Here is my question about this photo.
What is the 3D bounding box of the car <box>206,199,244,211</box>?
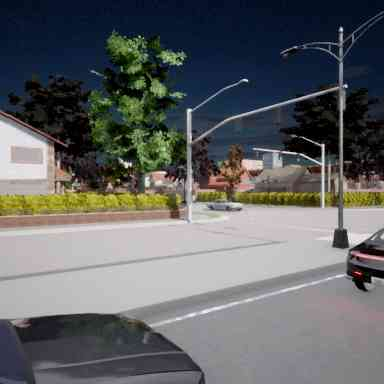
[{"bbox_3d":[3.781,1.505,38.442,1.895,1.301,4.718,0,0,-36],"label":"car"}]

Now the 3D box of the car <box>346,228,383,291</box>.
[{"bbox_3d":[5.524,1.474,7.671,4.902,1.511,2.128,0,0,-35],"label":"car"}]

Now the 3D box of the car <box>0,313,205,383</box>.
[{"bbox_3d":[-2.418,1.543,2.021,5.357,1.411,2.033,0,0,-36],"label":"car"}]

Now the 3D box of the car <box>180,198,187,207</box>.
[{"bbox_3d":[-2.103,1.483,46.613,1.895,1.301,4.718,0,0,-36],"label":"car"}]
